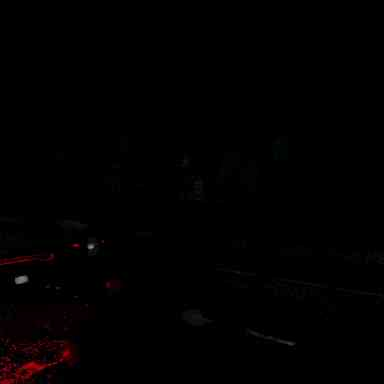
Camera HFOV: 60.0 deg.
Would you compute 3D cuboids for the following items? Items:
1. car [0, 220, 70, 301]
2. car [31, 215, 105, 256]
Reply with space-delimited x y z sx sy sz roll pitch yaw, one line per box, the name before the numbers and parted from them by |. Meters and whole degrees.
car | -5.193 1.496 7.793 5.008 1.535 1.882 0 0 37
car | -5.103 1.559 12.097 4.674 1.442 1.812 0 0 37
